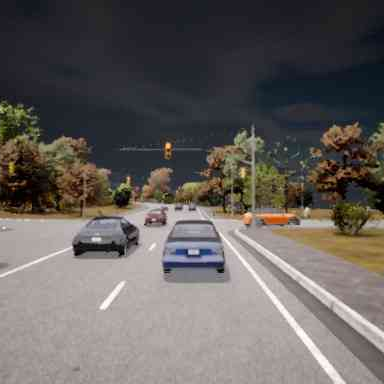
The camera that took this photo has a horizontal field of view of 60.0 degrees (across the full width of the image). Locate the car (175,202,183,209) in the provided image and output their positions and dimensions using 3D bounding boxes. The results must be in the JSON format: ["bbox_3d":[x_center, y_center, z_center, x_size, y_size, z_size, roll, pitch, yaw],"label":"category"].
[{"bbox_3d":[-3.590,3.783,93.960,2.097,1.767,4.553,0,0,-3],"label":"car"}]

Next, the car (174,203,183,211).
[{"bbox_3d":[-3.499,4.048,83.924,1.837,1.490,4.892,0,0,0],"label":"car"}]

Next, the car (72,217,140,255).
[{"bbox_3d":[-3.425,1.726,13.953,1.994,1.385,4.181,0,-1,0],"label":"car"}]

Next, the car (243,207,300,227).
[{"bbox_3d":[6.646,2.051,27.626,4.553,1.767,2.097,1,-3,-14],"label":"car"}]

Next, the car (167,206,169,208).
[{"bbox_3d":[-6.999,4.145,84.472,1.895,1.301,4.718,0,0,0],"label":"car"}]

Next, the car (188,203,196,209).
[{"bbox_3d":[-0.093,3.910,94.074,1.882,1.535,5.008,0,0,-3],"label":"car"}]

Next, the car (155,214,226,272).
[{"bbox_3d":[0.062,1.645,11.094,2.033,1.411,5.357,0,-1,0],"label":"car"}]

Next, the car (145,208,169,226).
[{"bbox_3d":[-3.411,2.466,32.129,1.812,1.442,4.674,0,-3,0],"label":"car"}]

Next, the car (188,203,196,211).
[{"bbox_3d":[0.001,3.903,83.895,2.097,1.767,4.553,0,0,0],"label":"car"}]

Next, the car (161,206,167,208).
[{"bbox_3d":[-6.999,3.984,68.924,2.128,1.511,4.902,0,-1,0],"label":"car"}]
